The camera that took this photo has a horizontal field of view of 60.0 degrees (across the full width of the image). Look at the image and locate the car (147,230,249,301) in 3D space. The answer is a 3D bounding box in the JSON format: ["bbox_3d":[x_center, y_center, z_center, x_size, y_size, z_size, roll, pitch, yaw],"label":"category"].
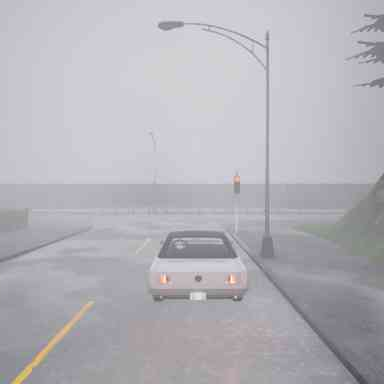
[{"bbox_3d":[0.118,1.601,8.256,1.895,1.301,4.718,0,0,0],"label":"car"}]
